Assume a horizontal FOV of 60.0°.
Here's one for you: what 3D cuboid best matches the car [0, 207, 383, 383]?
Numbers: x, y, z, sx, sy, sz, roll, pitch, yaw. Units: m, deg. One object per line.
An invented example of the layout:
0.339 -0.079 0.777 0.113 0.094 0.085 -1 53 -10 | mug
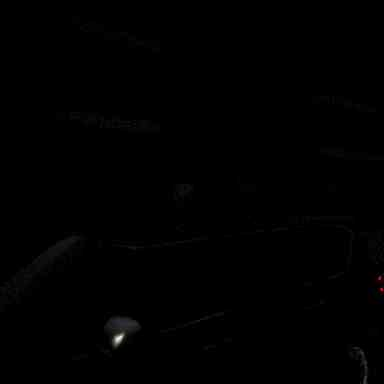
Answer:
-0.348 1.221 3.130 5.566 2.045 2.150 0 0 -35 | car
